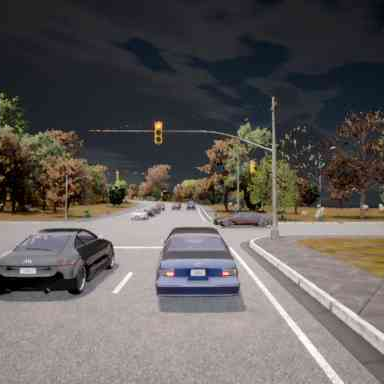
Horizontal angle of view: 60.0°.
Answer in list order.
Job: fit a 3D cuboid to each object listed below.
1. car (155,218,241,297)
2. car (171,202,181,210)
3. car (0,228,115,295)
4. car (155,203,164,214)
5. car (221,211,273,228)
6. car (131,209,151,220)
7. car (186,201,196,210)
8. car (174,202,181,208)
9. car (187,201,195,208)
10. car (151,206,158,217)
[{"bbox_3d":[0.068,1.645,8.894,2.033,1.411,5.357,0,-1,-1],"label":"car"},{"bbox_3d":[-3.718,3.473,78.235,1.812,1.442,4.674,0,0,0],"label":"car"},{"bbox_3d":[-3.446,1.664,9.001,1.994,1.385,4.181,0,-1,0],"label":"car"},{"bbox_3d":[-7.218,3.525,64.965,2.033,1.411,5.357,0,0,0],"label":"car"},{"bbox_3d":[4.559,2.403,28.960,5.357,1.411,2.033,0,-3,-9],"label":"car"},{"bbox_3d":[-7.234,3.138,46.198,1.812,1.442,4.674,0,-2,0],"label":"car"},{"bbox_3d":[-0.217,3.298,77.775,2.097,1.767,4.553,0,0,0],"label":"car"},{"bbox_3d":[-3.863,3.414,88.211,1.837,1.490,4.892,0,0,-4],"label":"car"},{"bbox_3d":[-0.340,3.229,87.954,1.882,1.535,5.008,0,0,-4],"label":"car"},{"bbox_3d":[-7.242,3.461,55.218,1.895,1.301,4.718,0,-1,0],"label":"car"}]
